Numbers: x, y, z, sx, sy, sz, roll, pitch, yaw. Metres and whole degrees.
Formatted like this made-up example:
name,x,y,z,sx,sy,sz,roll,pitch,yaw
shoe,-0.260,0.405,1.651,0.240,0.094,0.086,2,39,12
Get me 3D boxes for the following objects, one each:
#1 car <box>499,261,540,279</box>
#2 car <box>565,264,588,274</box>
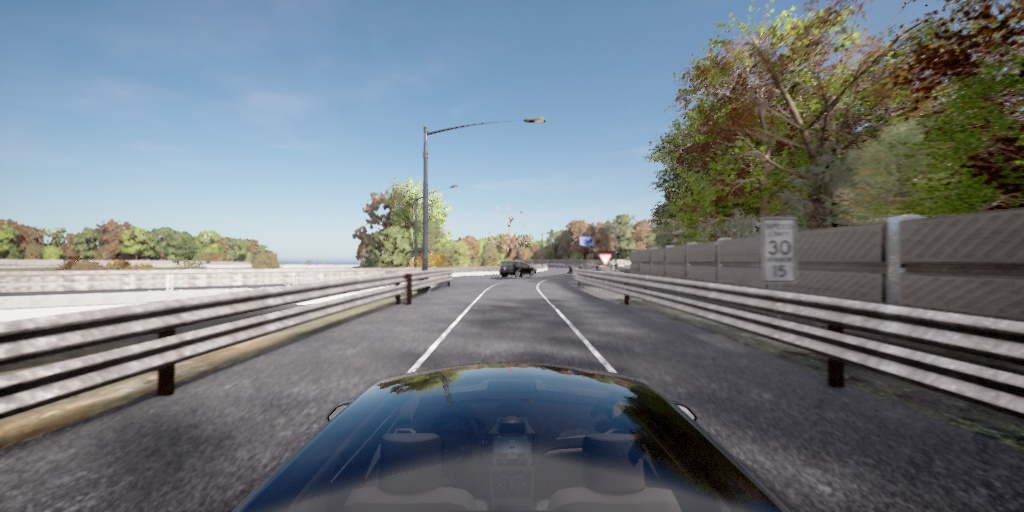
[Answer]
name,x,y,z,sx,sy,sz,roll,pitch,yaw
car,0.719,1.628,43.024,2.150,2.045,5.566,0,-1,35
car,11.139,2.233,61.410,1.882,1.535,5.008,0,-1,25
